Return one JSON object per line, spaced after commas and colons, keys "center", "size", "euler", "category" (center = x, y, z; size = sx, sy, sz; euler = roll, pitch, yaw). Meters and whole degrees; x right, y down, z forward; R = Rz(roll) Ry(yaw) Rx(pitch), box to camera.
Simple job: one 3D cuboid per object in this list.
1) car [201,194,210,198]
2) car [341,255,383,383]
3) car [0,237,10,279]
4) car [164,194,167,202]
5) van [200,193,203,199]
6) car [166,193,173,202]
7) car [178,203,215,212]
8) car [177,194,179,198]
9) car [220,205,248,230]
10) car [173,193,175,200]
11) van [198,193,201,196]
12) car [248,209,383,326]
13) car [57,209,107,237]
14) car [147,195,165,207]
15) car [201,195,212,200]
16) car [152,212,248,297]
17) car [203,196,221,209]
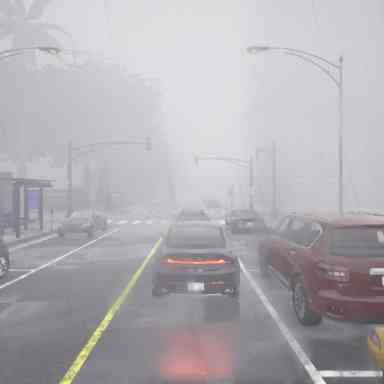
{"center": [2.849, 1.495, 55.287], "size": [1.752, 1.417, 4.829], "euler": [0, 0, 0], "category": "car"}
{"center": [2.763, 1.525, 1.734], "size": [1.752, 1.417, 4.829], "euler": [0, 0, 0], "category": "car"}
{"center": [-5.754, 1.439, 7.019], "size": [1.967, 1.590, 4.097], "euler": [0, 0, 0], "category": "car"}
{"center": [-5.677, 1.410, 55.150], "size": [1.967, 1.590, 4.097], "euler": [0, 0, 0], "category": "car"}
{"center": [2.856, 1.305, 60.538], "size": [1.690, 1.788, 3.998], "euler": [0, 0, 0], "category": "van"}
{"center": [-5.651, 1.391, 71.412], "size": [1.967, 1.590, 4.097], "euler": [0, 0, 0], "category": "car"}
{"center": [0.032, 1.559, 18.601], "size": [1.994, 1.385, 4.181], "euler": [0, 0, 0], "category": "car"}
{"center": [-5.617, 1.233, 93.093], "size": [2.192, 1.841, 5.009], "euler": [0, 0, 0], "category": "car"}
{"center": [2.789, 1.561, 17.840], "size": [1.947, 1.339, 4.313], "euler": [0, 0, 0], "category": "car"}
{"center": [-5.643, 1.258, 76.832], "size": [2.192, 1.841, 5.009], "euler": [0, 0, 0], "category": "car"}
{"center": [2.891, 1.276, 82.219], "size": [1.690, 1.788, 3.998], "euler": [0, 0, 0], "category": "van"}
{"center": [2.770, 1.314, 6.989], "size": [2.192, 1.841, 5.009], "euler": [0, 0, 0], "category": "car"}
{"center": [-5.737, 1.577, 17.871], "size": [1.802, 1.307, 4.206], "euler": [0, 0, 0], "category": "car"}
{"center": [-5.686, 1.525, 49.730], "size": [2.008, 1.369, 4.403], "euler": [0, 0, 0], "category": "car"}
{"center": [2.840, 1.540, 49.697], "size": [1.947, 1.339, 4.313], "euler": [0, 0, 0], "category": "car"}
{"center": [0.090, 1.503, 8.572], "size": [1.837, 1.490, 4.892], "euler": [0, 0, 0], "category": "car"}
{"center": [2.831, 1.544, 44.277], "size": [1.947, 1.339, 4.313], "euler": [0, 0, 0], "category": "car"}
